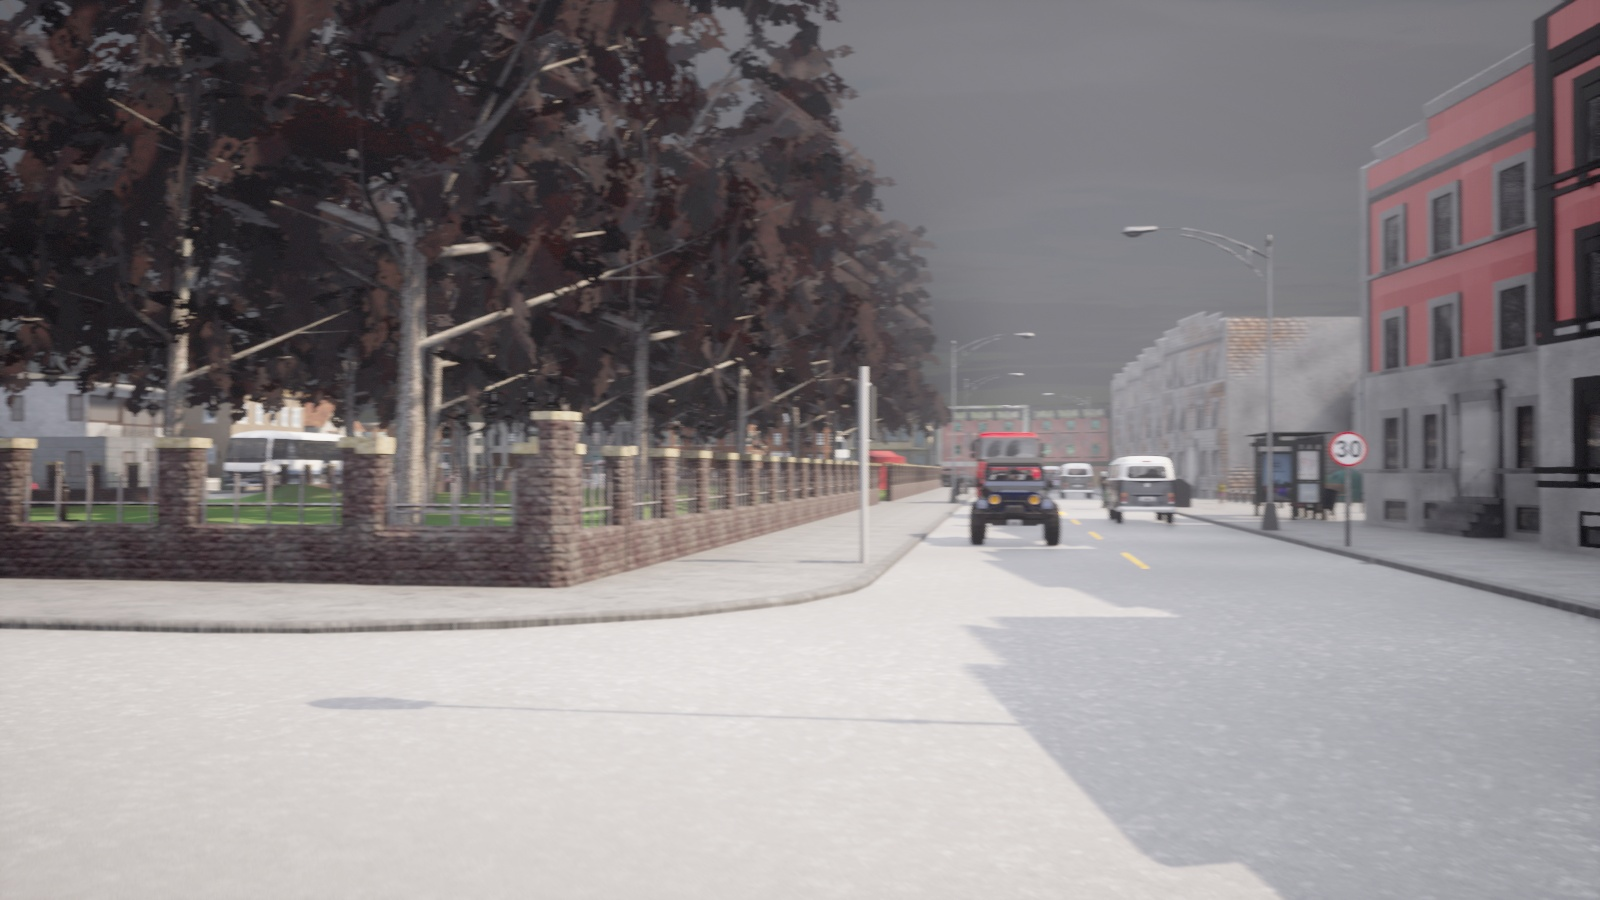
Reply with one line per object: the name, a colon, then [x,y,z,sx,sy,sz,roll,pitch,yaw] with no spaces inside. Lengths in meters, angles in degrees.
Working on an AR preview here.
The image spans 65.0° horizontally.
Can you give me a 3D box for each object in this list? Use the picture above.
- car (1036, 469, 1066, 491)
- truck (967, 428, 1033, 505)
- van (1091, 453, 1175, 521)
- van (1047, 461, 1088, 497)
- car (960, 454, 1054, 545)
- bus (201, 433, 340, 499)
car: [18.884,2.230,94.643,2.033,1.649,4.856,0,-1,9]
truck: [9.602,0.797,60.522,2.891,3.462,7.936,0,-1,9]
van: [10.433,1.145,39.638,2.069,2.038,4.480,0,-1,9]
van: [15.676,1.688,73.679,2.069,2.038,4.480,0,-1,9]
car: [4.587,1.055,27.907,1.905,1.878,3.866,-1,-1,9]
bus: [-36.252,1.122,86.556,3.944,4.253,10.273,-1,-1,10]
